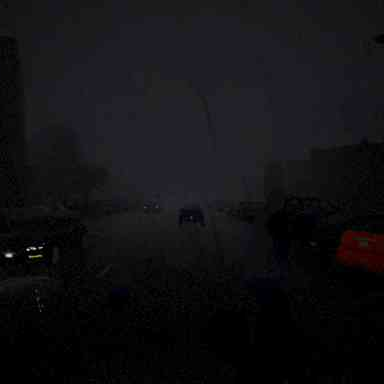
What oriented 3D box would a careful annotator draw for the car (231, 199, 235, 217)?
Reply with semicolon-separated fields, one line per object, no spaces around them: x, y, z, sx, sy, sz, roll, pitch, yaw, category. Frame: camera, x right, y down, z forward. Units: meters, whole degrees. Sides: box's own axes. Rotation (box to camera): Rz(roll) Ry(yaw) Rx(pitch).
6.253;1.652;29.745;4.553;1.767;2.185;1;-2;-20;car

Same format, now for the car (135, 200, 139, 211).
-11.654;2.428;53.867;4.892;1.521;2.231;0;-2;-20;car

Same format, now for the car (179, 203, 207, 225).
-0.043;1.722;26.310;1.882;1.535;5.008;0;-1;0;car

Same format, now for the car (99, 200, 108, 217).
-11.384;1.884;32.910;5.366;1.575;1.946;0;-2;-20;car

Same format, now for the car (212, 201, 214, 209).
6.018;2.312;50.274;4.792;1.488;2.163;1;-1;-21;car

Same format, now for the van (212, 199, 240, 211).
6.022;2.285;59.138;4.442;1.987;1.878;1;-2;-21;van

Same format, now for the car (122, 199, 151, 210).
-11.433;2.565;68.897;5.566;2.045;2.435;0;-2;-19;car

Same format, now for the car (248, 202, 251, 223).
6.521;1.623;21.010;5.366;1.575;1.946;1;-1;-20;car

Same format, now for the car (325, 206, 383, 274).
6.372;1.376;9.207;4.553;1.767;2.185;1;-1;-20;car

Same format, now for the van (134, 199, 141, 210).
-11.695;2.357;59.838;4.442;1.987;1.878;0;-1;-19;van

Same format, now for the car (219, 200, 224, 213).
6.189;1.982;38.547;5.008;1.535;2.097;1;-2;-21;car

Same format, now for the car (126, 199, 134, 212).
-11.703;2.019;47.840;5.566;2.045;2.435;0;-1;-20;car

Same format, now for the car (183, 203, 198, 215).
-0.189;2.157;42.961;1.812;1.442;4.674;0;-2;-1;car

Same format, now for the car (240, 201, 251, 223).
6.334;1.670;23.882;5.008;1.535;2.097;1;-1;-20;car

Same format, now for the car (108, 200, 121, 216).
-11.447;2.032;38.901;5.366;1.575;1.946;0;-2;-20;car

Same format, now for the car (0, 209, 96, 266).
-5.109;1.556;11.724;1.837;1.490;4.892;0;-1;0;car

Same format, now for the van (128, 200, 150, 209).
-11.523;2.668;71.838;4.442;1.987;1.878;0;-1;-19;van

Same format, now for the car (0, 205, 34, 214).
-11.421;1.647;17.901;4.792;1.488;2.163;-1;-1;-20;car

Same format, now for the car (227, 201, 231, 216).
6.260;1.881;32.674;4.674;1.452;2.002;1;-1;-20;car

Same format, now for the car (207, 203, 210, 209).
5.784;2.426;56.087;5.366;1.575;1.946;1;-1;-21;car

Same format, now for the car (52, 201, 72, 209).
-11.659;1.705;23.806;5.366;1.575;1.946;0;-1;-20;car

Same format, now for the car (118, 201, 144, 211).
-11.514;2.534;62.889;4.553;1.767;2.185;0;-1;-19;car

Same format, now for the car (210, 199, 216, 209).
6.011;2.358;53.219;5.008;1.535;2.097;1;-1;-21;car

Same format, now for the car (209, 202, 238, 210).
5.866;2.583;62.031;5.008;1.535;2.097;1;-1;-21;car

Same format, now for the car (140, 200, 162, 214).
-5.365;2.057;45.654;2.097;1.767;4.553;0;-1;0;car

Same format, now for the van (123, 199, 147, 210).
-11.394;2.512;65.927;4.442;1.987;1.878;0;-2;-19;van

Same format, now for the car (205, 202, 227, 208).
5.578;3.001;76.773;4.674;1.452;2.002;1;-1;-21;car

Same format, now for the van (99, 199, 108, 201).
-11.700;1.735;35.801;4.442;1.987;1.878;0;-1;-20;van

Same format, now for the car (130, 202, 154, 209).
-11.361;2.971;74.870;5.008;1.535;2.097;0;-1;-19;car

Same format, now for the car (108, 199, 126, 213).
-11.679;1.863;41.823;5.566;2.045;2.435;0;-1;-20;car

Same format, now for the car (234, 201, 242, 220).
6.300;1.720;26.812;5.008;1.535;2.097;1;-1;-20;car

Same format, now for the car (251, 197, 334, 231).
6.394;1.335;18.032;5.566;2.045;2.435;1;-1;-20;car

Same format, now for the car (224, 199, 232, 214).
6.198;1.784;35.610;4.553;1.767;2.185;1;-2;-20;car

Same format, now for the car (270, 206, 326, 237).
6.373;1.551;15.083;4.892;1.521;2.231;1;-1;-20;car

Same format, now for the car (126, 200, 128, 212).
-11.667;2.193;44.831;4.892;1.521;2.231;0;-1;-20;car

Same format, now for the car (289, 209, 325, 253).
6.385;1.525;12.145;4.892;1.521;2.231;1;-1;-20;car

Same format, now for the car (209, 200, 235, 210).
5.777;2.533;64.976;4.553;1.767;2.185;1;-2;-21;car

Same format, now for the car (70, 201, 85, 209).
-11.683;1.758;26.797;5.366;1.575;1.946;0;-1;-20;car

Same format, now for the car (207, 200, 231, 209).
5.666;2.684;70.873;4.553;1.767;2.185;1;-2;-21;car

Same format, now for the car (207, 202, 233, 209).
5.777;2.765;67.940;4.792;1.488;2.163;1;-2;-21;car

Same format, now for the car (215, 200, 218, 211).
6.121;2.134;44.415;4.892;1.521;2.231;1;-2;-21;car

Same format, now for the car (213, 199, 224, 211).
6.095;2.208;47.349;5.008;1.535;2.097;1;-1;-21;car

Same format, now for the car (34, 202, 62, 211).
-11.293;1.653;20.944;5.366;1.575;1.946;-1;-1;-20;car

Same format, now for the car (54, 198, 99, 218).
-11.560;1.570;29.846;5.566;2.045;2.435;0;-1;-20;car

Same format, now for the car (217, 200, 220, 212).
6.154;2.059;41.484;4.892;1.521;2.231;1;-2;-21;car
